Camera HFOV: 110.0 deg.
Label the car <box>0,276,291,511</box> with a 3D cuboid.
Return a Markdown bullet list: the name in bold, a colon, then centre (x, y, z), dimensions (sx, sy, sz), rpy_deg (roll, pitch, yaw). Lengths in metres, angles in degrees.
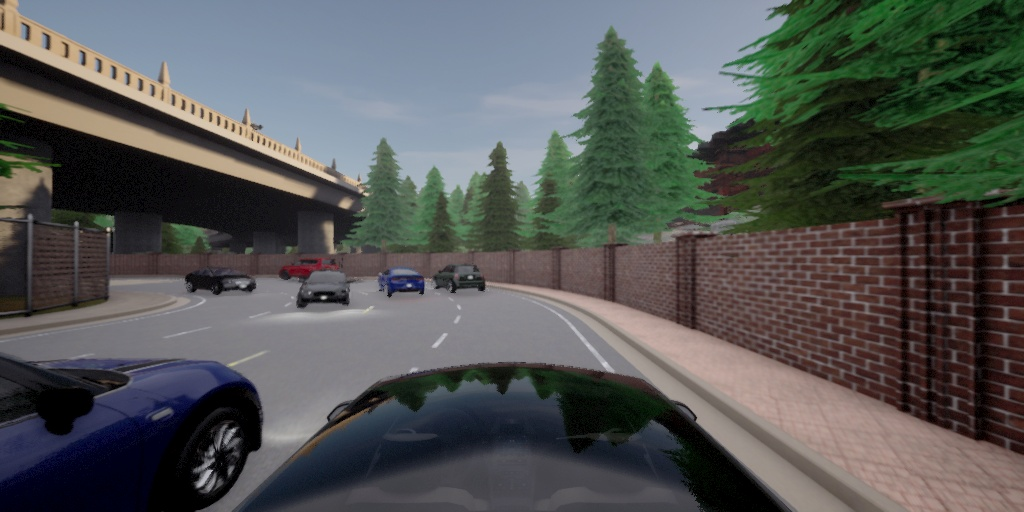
- **car**: centre (-3.400, 1.100, 1.516), dimensions (2.097, 1.767, 4.553), rpy_deg (0, -1, 0)

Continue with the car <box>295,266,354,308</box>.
- **car**: centre (-8.206, 1.365, 16.027), dimensions (1.837, 1.490, 4.892), rpy_deg (2, -1, -24)

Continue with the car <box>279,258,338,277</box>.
- **car**: centre (-18.688, 1.212, 33.097), dimensions (5.566, 2.045, 2.150), rpy_deg (0, -1, 19)

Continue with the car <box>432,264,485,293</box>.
- **car**: centre (-3.415, 1.259, 22.297), dimensions (2.097, 1.767, 4.553), rpy_deg (0, 0, -29)

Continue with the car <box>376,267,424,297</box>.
- **car**: centre (-6.452, 1.371, 20.488), dimensions (1.882, 1.535, 5.008), rpy_deg (1, -1, -29)

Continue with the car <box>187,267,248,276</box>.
- **car**: centre (-16.787, 1.387, 20.653), dimensions (4.902, 1.511, 2.128), rpy_deg (0, -1, 28)
